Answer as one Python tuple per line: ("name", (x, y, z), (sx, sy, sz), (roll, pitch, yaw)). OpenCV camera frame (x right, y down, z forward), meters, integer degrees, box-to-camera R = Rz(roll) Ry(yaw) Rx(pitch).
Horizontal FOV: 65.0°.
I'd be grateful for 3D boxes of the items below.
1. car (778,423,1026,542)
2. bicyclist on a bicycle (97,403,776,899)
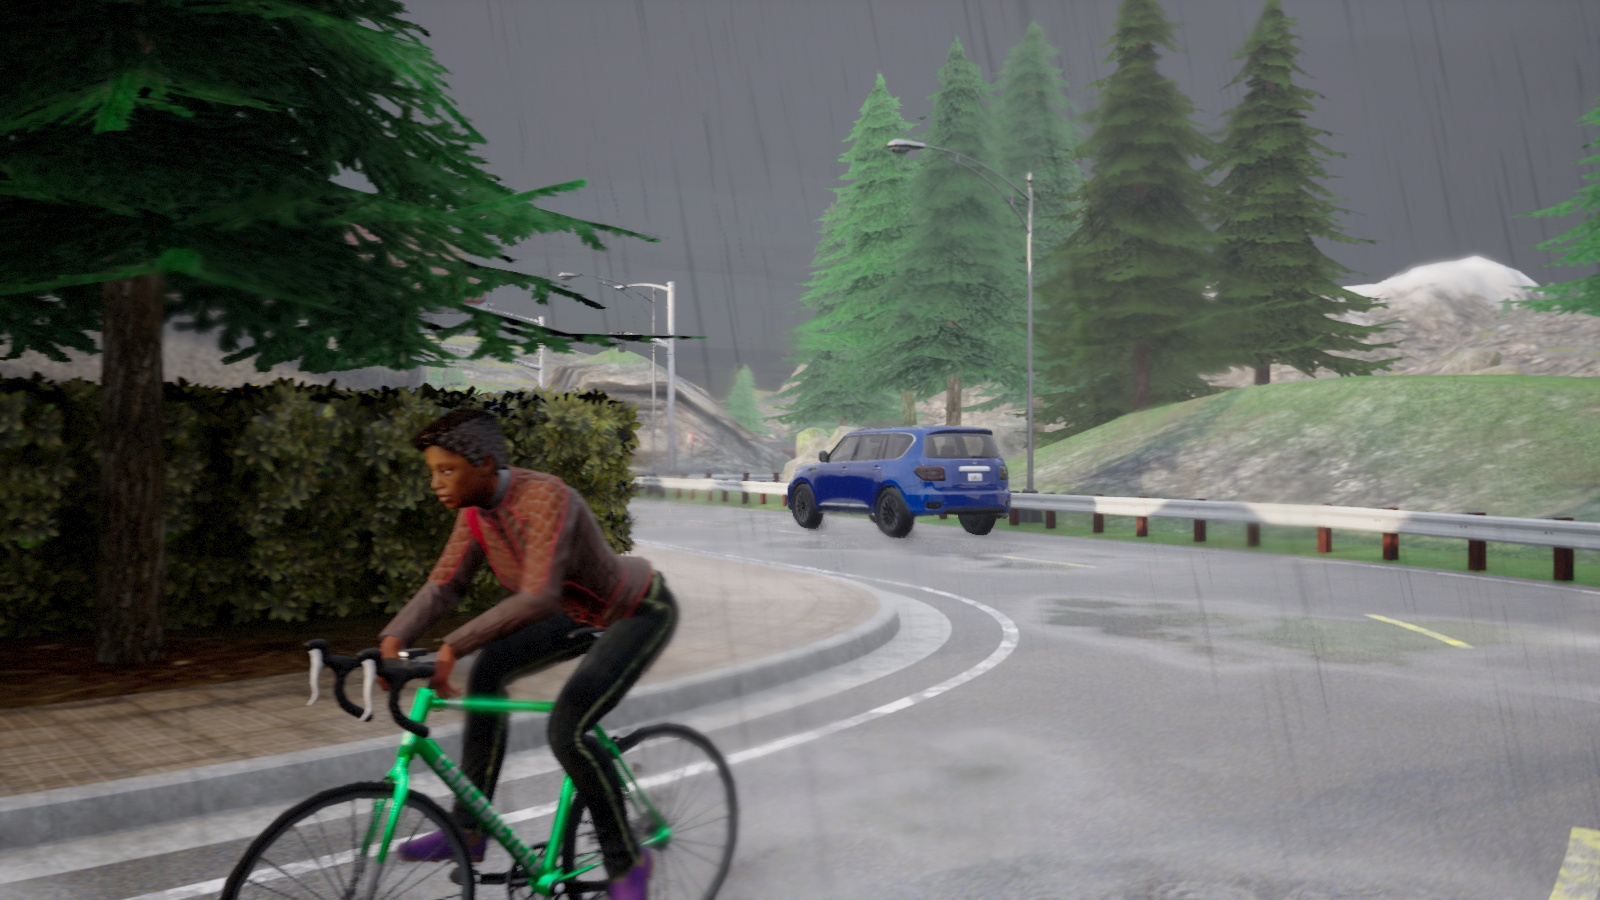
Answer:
("car", (1.806, 0.572, 24.562), (2.150, 2.045, 5.566), (0, 0, -28))
("bicyclist on a bicycle", (-0.878, 0.715, 3.377), (1.656, 1.620, 0.582), (0, -1, -45))
